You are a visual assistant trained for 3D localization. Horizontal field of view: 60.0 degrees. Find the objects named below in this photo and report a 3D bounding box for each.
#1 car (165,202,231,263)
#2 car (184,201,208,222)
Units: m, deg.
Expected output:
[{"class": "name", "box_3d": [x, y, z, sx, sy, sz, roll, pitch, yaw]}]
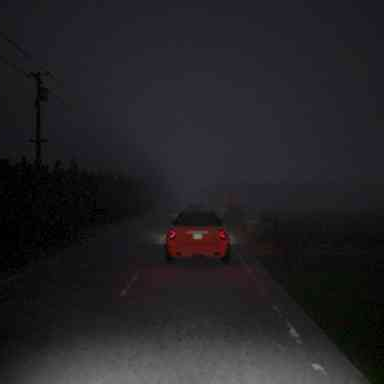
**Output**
[{"class": "car", "box_3d": [0.196, 1.408, 12.406, 2.097, 1.767, 4.553, 0, 0, 0]}, {"class": "car", "box_3d": [0.332, 1.605, 28.380, 1.882, 1.535, 5.008, 0, 0, 1]}]
